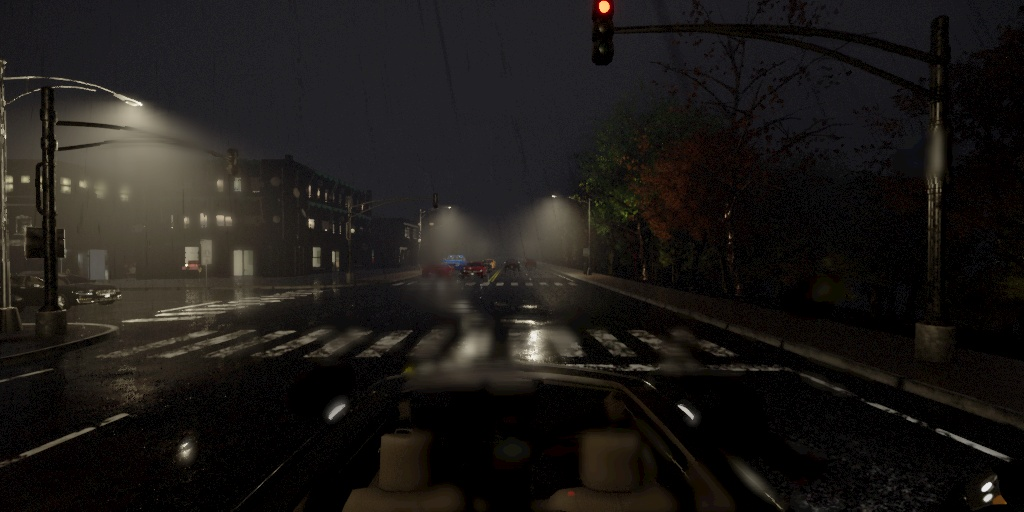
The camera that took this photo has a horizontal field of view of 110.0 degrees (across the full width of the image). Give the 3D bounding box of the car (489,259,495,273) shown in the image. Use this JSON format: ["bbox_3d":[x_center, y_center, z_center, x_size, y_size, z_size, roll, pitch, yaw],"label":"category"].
[{"bbox_3d":[-3.419,1.238,43.148,1.837,1.490,4.892,0,0,0],"label":"car"}]

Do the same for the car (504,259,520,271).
[{"bbox_3d":[0.001,1.208,48.595,1.882,1.535,5.008,0,0,0],"label":"car"}]

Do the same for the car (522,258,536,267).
[{"bbox_3d":[3.220,1.200,63.208,1.882,1.535,5.008,0,0,0],"label":"car"}]

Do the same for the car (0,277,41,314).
[{"bbox_3d":[-19.970,1.564,12.517,4.313,1.339,1.948,0,0,0],"label":"car"}]

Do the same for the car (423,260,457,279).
[{"bbox_3d":[-6.657,1.339,32.860,1.895,1.301,4.718,0,0,2],"label":"car"}]

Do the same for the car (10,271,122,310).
[{"bbox_3d":[-19.619,1.471,15.223,4.892,1.490,1.837,-1,1,0],"label":"car"}]

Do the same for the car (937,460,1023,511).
[{"bbox_3d":[3.355,1.314,0.201,1.994,1.385,4.181,0,0,0],"label":"car"}]

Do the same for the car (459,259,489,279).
[{"bbox_3d":[-3.407,1.264,33.080,1.812,1.442,4.674,0,0,0],"label":"car"}]

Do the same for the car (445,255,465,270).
[{"bbox_3d":[-6.672,0.954,42.765,2.150,2.045,5.566,0,0,0],"label":"car"}]
